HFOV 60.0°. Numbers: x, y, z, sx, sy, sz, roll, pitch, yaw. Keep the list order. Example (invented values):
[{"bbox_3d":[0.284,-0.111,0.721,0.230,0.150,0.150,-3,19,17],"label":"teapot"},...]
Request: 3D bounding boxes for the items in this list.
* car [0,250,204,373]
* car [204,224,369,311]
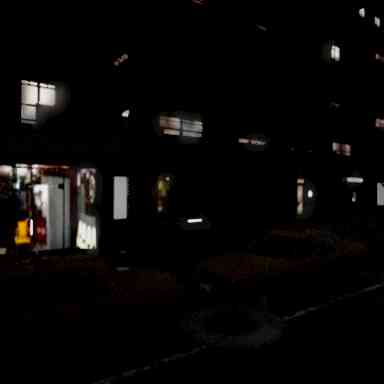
[{"bbox_3d":[-2.335,1.520,4.408,4.829,1.417,1.752,-1,1,-35],"label":"car"},{"bbox_3d":[2.201,1.466,7.630,4.829,1.417,1.752,-1,1,-35],"label":"car"}]
